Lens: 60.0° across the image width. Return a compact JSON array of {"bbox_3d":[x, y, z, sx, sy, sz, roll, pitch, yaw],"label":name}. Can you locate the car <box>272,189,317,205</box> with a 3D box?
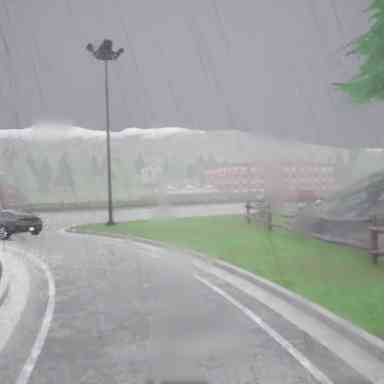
[{"bbox_3d":[14.033,0.660,44.416,5.566,2.045,2.150,-2,0,-24],"label":"car"}]

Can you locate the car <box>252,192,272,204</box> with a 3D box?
[{"bbox_3d":[11.439,0.855,50.906,4.553,1.767,2.097,-2,0,-23],"label":"car"}]

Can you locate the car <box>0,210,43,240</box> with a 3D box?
[{"bbox_3d":[-10.572,1.782,18.999,4.892,1.490,1.837,-2,-2,32],"label":"car"}]
